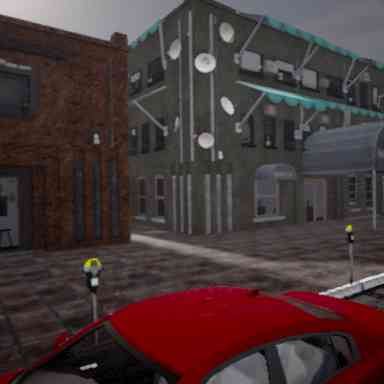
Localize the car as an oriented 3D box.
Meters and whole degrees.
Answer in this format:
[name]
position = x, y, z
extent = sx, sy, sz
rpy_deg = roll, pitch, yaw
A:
[car]
position = -0.075, 1.519, 2.385
extent = 4.507, 1.381, 1.887
rpy_deg = -1, 0, -35
